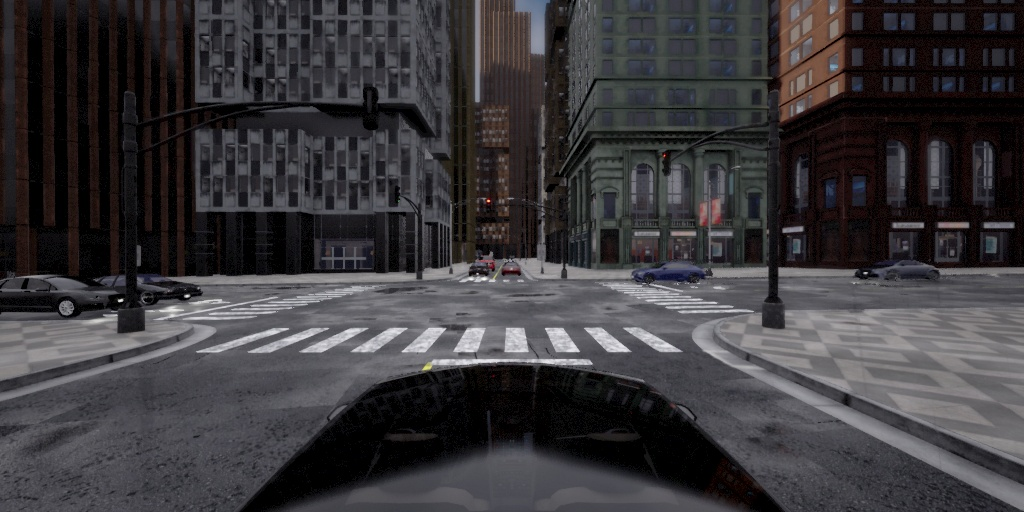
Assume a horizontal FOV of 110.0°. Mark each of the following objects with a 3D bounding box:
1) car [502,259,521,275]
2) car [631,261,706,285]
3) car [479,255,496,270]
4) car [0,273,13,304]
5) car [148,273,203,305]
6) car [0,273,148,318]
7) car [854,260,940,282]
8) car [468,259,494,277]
[{"bbox_3d":[-0.071,1.288,39.332,1.994,1.385,4.181,0,0,0],"label":"car"},{"bbox_3d":[10.306,1.091,23.746,4.674,1.442,1.812,-1,0,0],"label":"car"},{"bbox_3d":[-3.332,0.934,46.872,2.150,2.045,5.566,0,0,-1],"label":"car"},{"bbox_3d":[-27.350,1.609,16.942,4.892,1.490,1.837,-1,0,0],"label":"car"},{"bbox_3d":[-17.863,1.523,17.023,5.357,1.411,2.033,-1,0,5],"label":"car"},{"bbox_3d":[-17.420,1.492,13.717,4.892,1.490,1.837,-1,0,0],"label":"car"},{"bbox_3d":[25.445,0.934,23.786,4.181,1.385,1.994,-1,0,0],"label":"car"},{"bbox_3d":[-3.236,1.276,36.193,2.033,1.411,5.357,0,0,0],"label":"car"}]
